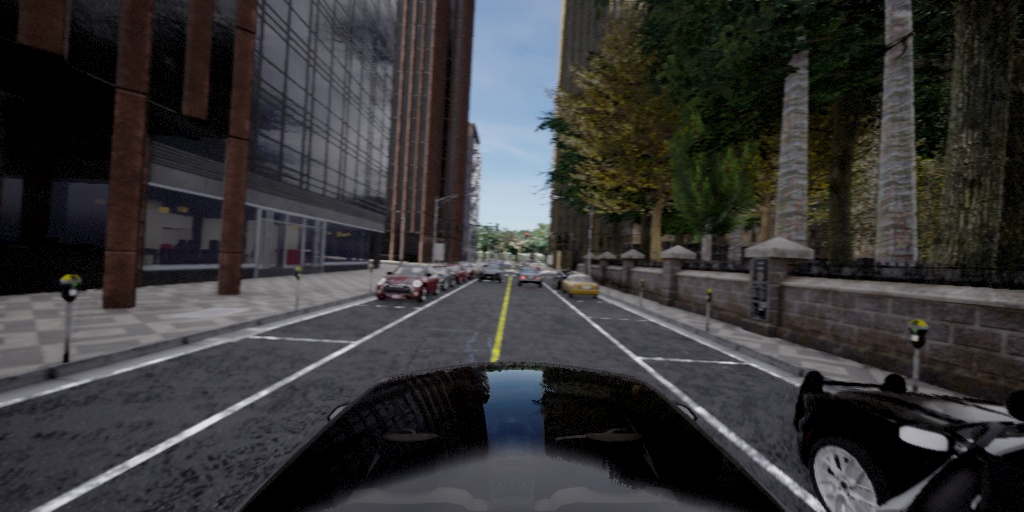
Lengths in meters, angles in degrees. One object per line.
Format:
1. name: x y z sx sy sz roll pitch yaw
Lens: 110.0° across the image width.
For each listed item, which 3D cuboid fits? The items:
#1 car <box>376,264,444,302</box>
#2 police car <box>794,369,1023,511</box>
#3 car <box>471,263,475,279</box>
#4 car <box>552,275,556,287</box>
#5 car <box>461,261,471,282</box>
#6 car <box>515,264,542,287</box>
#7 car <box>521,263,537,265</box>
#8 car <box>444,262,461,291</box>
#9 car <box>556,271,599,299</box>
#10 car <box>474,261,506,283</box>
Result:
1. car: -4.557 1.083 16.054 1.967 1.591 4.097 0 0 0
2. police car: 3.523 1.358 1.305 1.930 1.638 5.238 3 -1 0
3. car: -4.469 1.243 32.424 1.967 1.591 4.097 0 0 0
4. car: 4.015 1.767 26.919 1.948 1.339 4.313 0 0 0
5. car: -4.498 1.295 26.968 1.888 1.381 4.507 0 0 0
6. car: 1.368 1.620 28.280 2.033 1.411 5.357 3 -1 1
7. car: 1.353 1.771 38.559 1.895 1.301 4.718 3 -1 0
8. car: -4.528 1.247 21.511 2.007 1.370 4.403 0 0 0
9. car: 3.986 1.674 21.633 1.751 1.417 4.829 0 0 0
10. car: -1.761 1.432 30.208 1.837 1.490 4.892 3 -1 1
